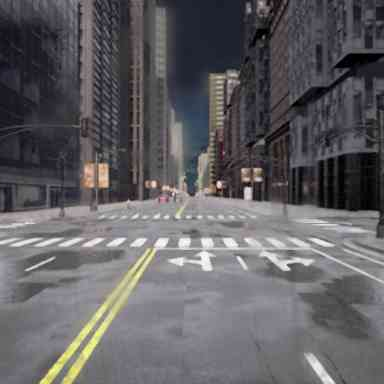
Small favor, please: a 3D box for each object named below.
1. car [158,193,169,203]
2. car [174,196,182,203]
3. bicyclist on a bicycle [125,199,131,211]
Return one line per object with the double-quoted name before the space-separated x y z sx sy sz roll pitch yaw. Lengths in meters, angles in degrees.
"car" -6.383 1.340 74.896 2.150 2.045 5.566 0 0 0
"car" -3.133 1.640 74.919 2.128 1.511 4.902 0 0 0
"bicyclist on a bicycle" -8.640 1.725 45.149 0.866 1.612 1.509 0 0 0
